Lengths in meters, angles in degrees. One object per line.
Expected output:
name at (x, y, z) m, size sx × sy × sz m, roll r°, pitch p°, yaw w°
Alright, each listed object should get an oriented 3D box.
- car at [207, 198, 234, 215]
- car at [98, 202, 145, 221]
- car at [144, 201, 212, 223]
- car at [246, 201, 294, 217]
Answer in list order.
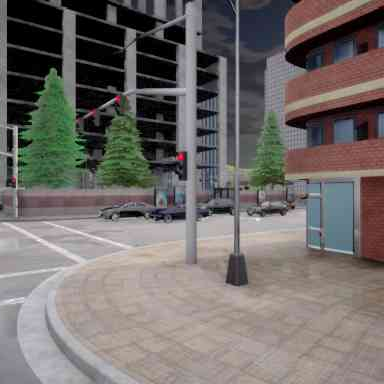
car at (2.204, 1.414, 32.893) m, size 4.553 × 1.767 × 2.097 m, roll 0°, pitch 0°, yaw -35°
car at (-5.285, 1.554, 27.603) m, size 4.902 × 1.511 × 2.128 m, roll 0°, pitch 0°, yaw -35°
car at (-1.023, 1.662, 26.328) m, size 4.718 × 1.301 × 1.895 m, roll 0°, pitch 0°, yaw -35°
car at (7.361, 1.587, 32.246) m, size 4.674 × 1.442 × 1.812 m, roll 0°, pitch 0°, yaw -35°
